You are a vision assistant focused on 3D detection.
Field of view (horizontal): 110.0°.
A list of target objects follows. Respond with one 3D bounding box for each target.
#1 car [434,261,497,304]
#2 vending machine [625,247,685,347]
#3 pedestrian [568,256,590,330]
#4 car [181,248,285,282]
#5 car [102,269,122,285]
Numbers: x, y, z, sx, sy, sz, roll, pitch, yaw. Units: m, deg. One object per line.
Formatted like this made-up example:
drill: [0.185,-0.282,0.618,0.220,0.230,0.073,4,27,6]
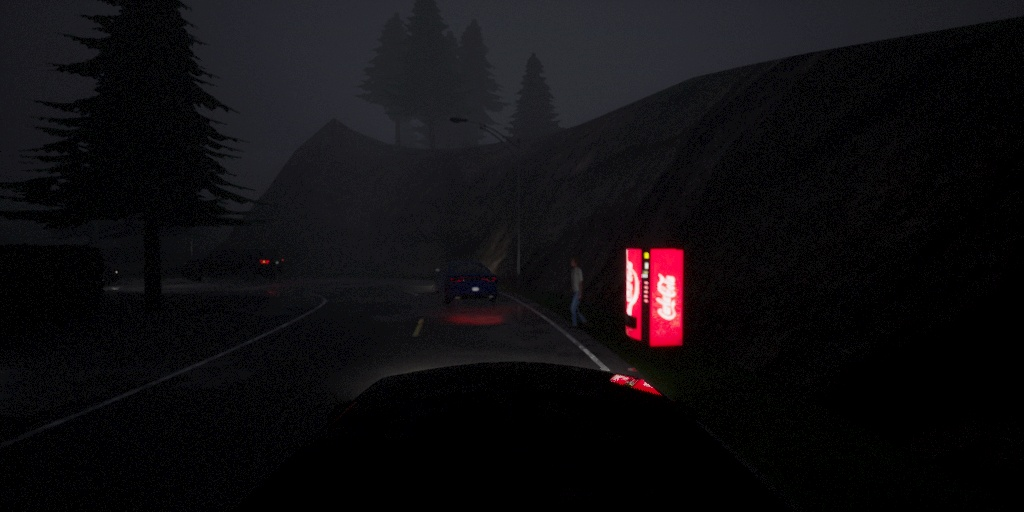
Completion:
car: [-2.012,0.928,14.621,1.882,1.535,5.008,0,1,-18]
vending machine: [3.117,0.793,7.938,1.100,2.100,0.880,0,0,-7]
pedestrian: [1.603,0.873,8.833,0.375,1.860,0.375,0,1,-9]
car: [-17.439,0.512,22.606,5.566,2.045,2.150,0,1,1]
car: [-23.932,0.987,19.085,4.718,1.301,1.895,0,1,2]
